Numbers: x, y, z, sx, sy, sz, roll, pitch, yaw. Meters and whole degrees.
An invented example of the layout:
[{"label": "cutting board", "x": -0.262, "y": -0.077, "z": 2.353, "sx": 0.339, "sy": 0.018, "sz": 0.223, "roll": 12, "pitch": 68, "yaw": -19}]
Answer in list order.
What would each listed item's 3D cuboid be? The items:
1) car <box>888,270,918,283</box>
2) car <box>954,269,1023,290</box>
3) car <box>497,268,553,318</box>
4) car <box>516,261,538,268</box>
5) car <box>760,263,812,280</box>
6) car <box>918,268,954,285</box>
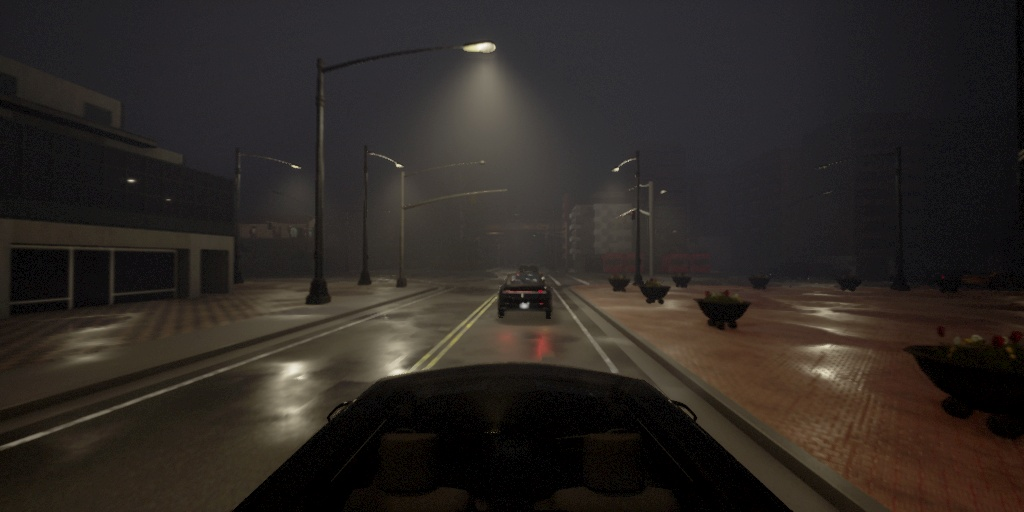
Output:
[{"label": "car", "x": 47.355, "y": 2.384, "z": 41.734, "sx": 5.357, "sy": 1.411, "sz": 2.033, "roll": 1, "pitch": -1, "yaw": 3}, {"label": "car", "x": 42.696, "y": 2.122, "z": 31.392, "sx": 5.008, "sy": 1.535, "sz": 1.882, "roll": 1, "pitch": -1, "yaw": 3}, {"label": "car", "x": 0.540, "y": 1.389, "z": 13.687, "sx": 2.128, "sy": 1.511, "sz": 4.902, "roll": 0, "pitch": -1, "yaw": 4}, {"label": "car", "x": 1.373, "y": 1.444, "z": 28.599, "sx": 2.097, "sy": 1.767, "sz": 4.553, "roll": 0, "pitch": -1, "yaw": 4}, {"label": "car", "x": 35.039, "y": 1.911, "z": 45.902, "sx": 5.566, "sy": 2.045, "sz": 2.150, "roll": 1, "pitch": -1, "yaw": 3}, {"label": "car", "x": 43.324, "y": 2.048, "z": 34.866, "sx": 4.553, "sy": 1.767, "sz": 2.097, "roll": 1, "pitch": -1, "yaw": 5}]
